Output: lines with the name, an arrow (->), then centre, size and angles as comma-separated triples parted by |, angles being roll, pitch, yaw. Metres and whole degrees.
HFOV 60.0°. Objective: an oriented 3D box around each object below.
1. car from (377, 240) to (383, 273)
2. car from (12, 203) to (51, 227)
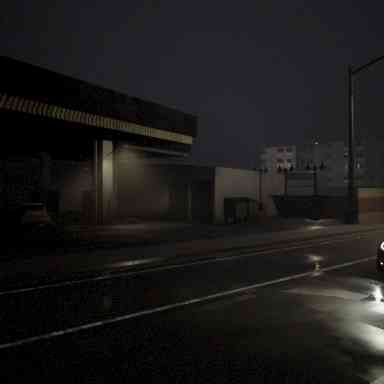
car -> 7.038, 1.353, 9.122 | 4.553, 1.767, 2.097 | 0, 0, -36
car -> -10.675, 1.456, 22.009 | 1.970, 1.475, 3.806 | 0, 0, -35
